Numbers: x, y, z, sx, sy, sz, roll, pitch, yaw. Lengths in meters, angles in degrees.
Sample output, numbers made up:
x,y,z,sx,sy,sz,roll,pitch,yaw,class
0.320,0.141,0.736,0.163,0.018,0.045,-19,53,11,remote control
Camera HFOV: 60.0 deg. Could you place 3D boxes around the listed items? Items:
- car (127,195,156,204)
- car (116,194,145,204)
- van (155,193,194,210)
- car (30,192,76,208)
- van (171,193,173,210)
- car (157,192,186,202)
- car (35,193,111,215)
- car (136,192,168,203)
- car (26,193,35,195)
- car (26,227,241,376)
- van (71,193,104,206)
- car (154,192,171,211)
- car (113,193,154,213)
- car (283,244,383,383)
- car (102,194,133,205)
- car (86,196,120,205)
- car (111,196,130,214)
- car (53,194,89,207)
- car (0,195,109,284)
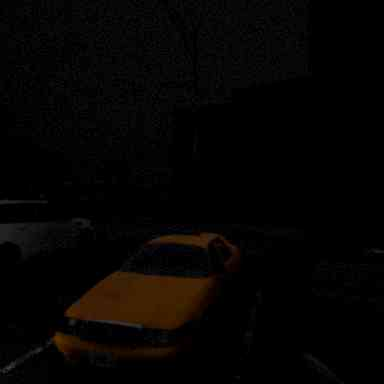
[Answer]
x,y,z,sx,sy,sz,roll,pitch,yaw,class
-9.308,1.395,61.714,4.792,1.488,2.163,-1,-1,14,car
-11.005,1.239,59.211,4.553,1.767,2.185,-1,0,14,car
-2.165,1.191,41.886,4.442,1.987,1.878,1,0,14,van
-19.475,1.110,46.713,5.566,2.045,2.435,-1,-1,14,car
-3.825,1.190,39.436,4.442,1.987,1.878,1,0,14,van
-4.228,1.114,69.222,5.566,2.045,2.435,-1,-1,14,car
-10.544,1.158,29.662,5.566,2.045,2.435,1,0,14,car
-7.675,1.114,64.234,5.566,2.045,2.435,-1,0,14,car
-21.224,1.109,44.201,5.566,2.045,2.435,-1,0,14,car
-0.223,1.468,6.119,1.946,1.575,5.366,1,0,15,car
-16.229,1.138,51.738,4.442,1.987,1.878,-1,0,14,van
-5.624,1.161,37.010,5.566,2.045,2.435,1,1,14,car
-7.284,1.160,34.560,5.566,2.045,2.435,1,1,14,car
2.277,1.523,4.558,2.002,1.452,4.674,1,-1,15,car
-12.696,1.239,56.698,4.553,1.767,2.185,-1,0,14,car
-14.425,1.365,54.221,4.892,1.521,2.231,-1,-1,14,car
-8.944,1.439,32.101,4.792,1.488,2.163,1,1,14,car
-17.839,1.237,49.225,4.553,1.767,2.185,-1,-1,14,car
-5.070,1.202,9.815,2.435,2.045,5.566,0,-1,15,car
